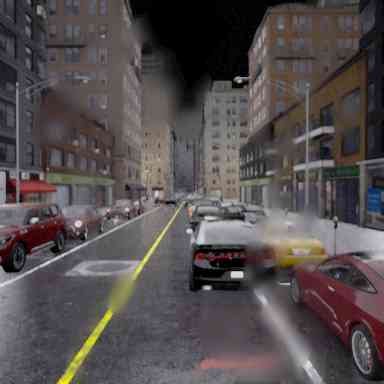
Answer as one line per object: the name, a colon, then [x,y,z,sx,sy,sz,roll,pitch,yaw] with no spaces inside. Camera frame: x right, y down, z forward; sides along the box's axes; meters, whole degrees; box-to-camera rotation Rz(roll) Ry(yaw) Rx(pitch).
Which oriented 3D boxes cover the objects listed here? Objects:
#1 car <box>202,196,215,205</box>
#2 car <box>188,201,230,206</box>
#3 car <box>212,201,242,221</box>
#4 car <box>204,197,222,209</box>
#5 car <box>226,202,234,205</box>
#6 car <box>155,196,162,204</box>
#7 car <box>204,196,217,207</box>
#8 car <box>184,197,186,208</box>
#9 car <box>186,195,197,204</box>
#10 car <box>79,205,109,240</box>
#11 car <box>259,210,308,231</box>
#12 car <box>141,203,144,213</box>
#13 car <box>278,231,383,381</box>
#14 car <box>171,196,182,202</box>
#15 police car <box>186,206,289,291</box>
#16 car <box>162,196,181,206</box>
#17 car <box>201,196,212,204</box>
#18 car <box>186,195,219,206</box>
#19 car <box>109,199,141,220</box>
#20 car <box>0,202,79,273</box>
car: [2.719,1.443,55.442,1.947,1.339,4.313,-1,0,0]
car: [0.848,1.468,18.977,1.837,1.490,4.892,0,0,0]
car: [2.787,1.496,27.513,2.008,1.369,4.403,-1,0,0]
car: [2.746,1.457,44.270,2.008,1.369,4.403,-1,0,0]
car: [2.801,1.523,21.927,1.947,1.339,4.313,-1,0,0]
car: [-5.840,1.406,61.004,1.887,1.381,4.507,-1,0,0]
car: [2.732,1.417,50.026,1.752,1.417,4.829,-1,0,0]
car: [-0.115,1.406,46.413,1.837,1.490,4.892,0,0,0]
car: [-0.162,1.342,60.152,1.882,1.535,5.008,0,0,0]
car: [-5.722,1.408,16.318,1.967,1.590,4.097,-1,0,0]
car: [2.827,1.504,10.925,1.752,1.417,4.829,-1,0,0]
car: [-5.765,1.515,33.076,1.802,1.307,4.206,-1,0,0]
car: [2.842,1.572,5.169,1.802,1.307,4.206,-1,0,0]
car: [-3.186,1.441,69.204,1.895,1.301,4.718,0,0,0]
police car: [0.875,1.408,9.087,1.930,1.638,5.238,0,0,0]
car: [-3.201,1.487,52.109,1.895,1.301,4.718,0,0,0]
car: [2.705,1.444,61.028,1.802,1.307,4.206,-1,0,0]
car: [0.767,1.302,24.939,2.097,1.767,4.553,0,0,-1]
car: [-5.752,1.385,27.489,1.967,1.590,4.097,-1,0,0]
car: [-5.708,1.294,10.732,2.192,1.841,5.009,-1,0,0]
